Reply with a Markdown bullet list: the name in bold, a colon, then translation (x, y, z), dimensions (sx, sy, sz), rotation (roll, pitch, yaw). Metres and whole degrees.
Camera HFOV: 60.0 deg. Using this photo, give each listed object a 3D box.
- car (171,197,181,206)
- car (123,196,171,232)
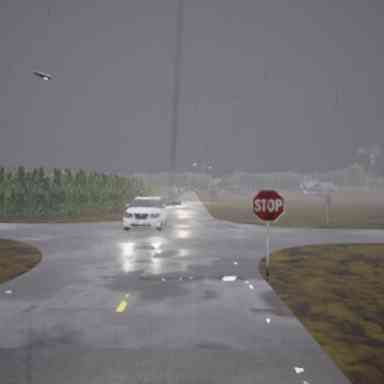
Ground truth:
- **car**: translation (-2.760, 1.507, 51.638), dimensions (1.994, 1.385, 4.181), rotation (0, 0, 0)
- **car**: translation (-2.732, 1.302, 20.555), dimensions (2.150, 2.045, 5.566), rotation (1, -1, 0)
